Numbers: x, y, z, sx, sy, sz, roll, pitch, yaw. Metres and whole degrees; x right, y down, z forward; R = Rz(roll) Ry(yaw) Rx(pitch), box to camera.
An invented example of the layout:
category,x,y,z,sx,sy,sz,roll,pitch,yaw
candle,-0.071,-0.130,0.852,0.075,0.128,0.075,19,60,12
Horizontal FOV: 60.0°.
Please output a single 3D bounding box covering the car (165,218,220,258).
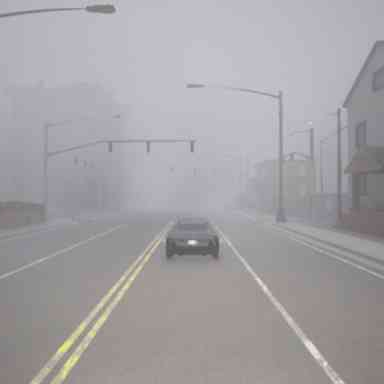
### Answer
category,x,y,z,sx,sy,sz,roll,pitch,yaw
car,0.027,1.717,13.415,1.994,1.385,4.181,0,-1,0
